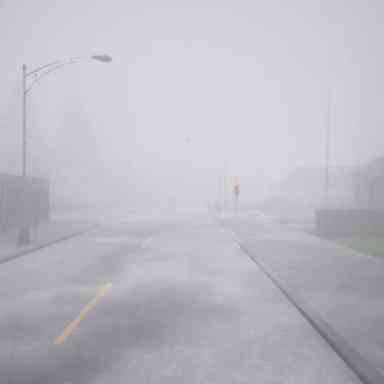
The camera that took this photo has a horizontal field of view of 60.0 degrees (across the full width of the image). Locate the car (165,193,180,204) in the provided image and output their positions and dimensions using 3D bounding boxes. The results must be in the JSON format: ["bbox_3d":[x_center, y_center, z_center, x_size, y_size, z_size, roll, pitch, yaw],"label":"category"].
[{"bbox_3d":[-4.008,1.268,63.927,2.150,2.045,5.566,0,0,0],"label":"car"}]

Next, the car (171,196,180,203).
[{"bbox_3d":[-4.001,1.768,79.829,1.882,1.535,5.008,0,0,0],"label":"car"}]
